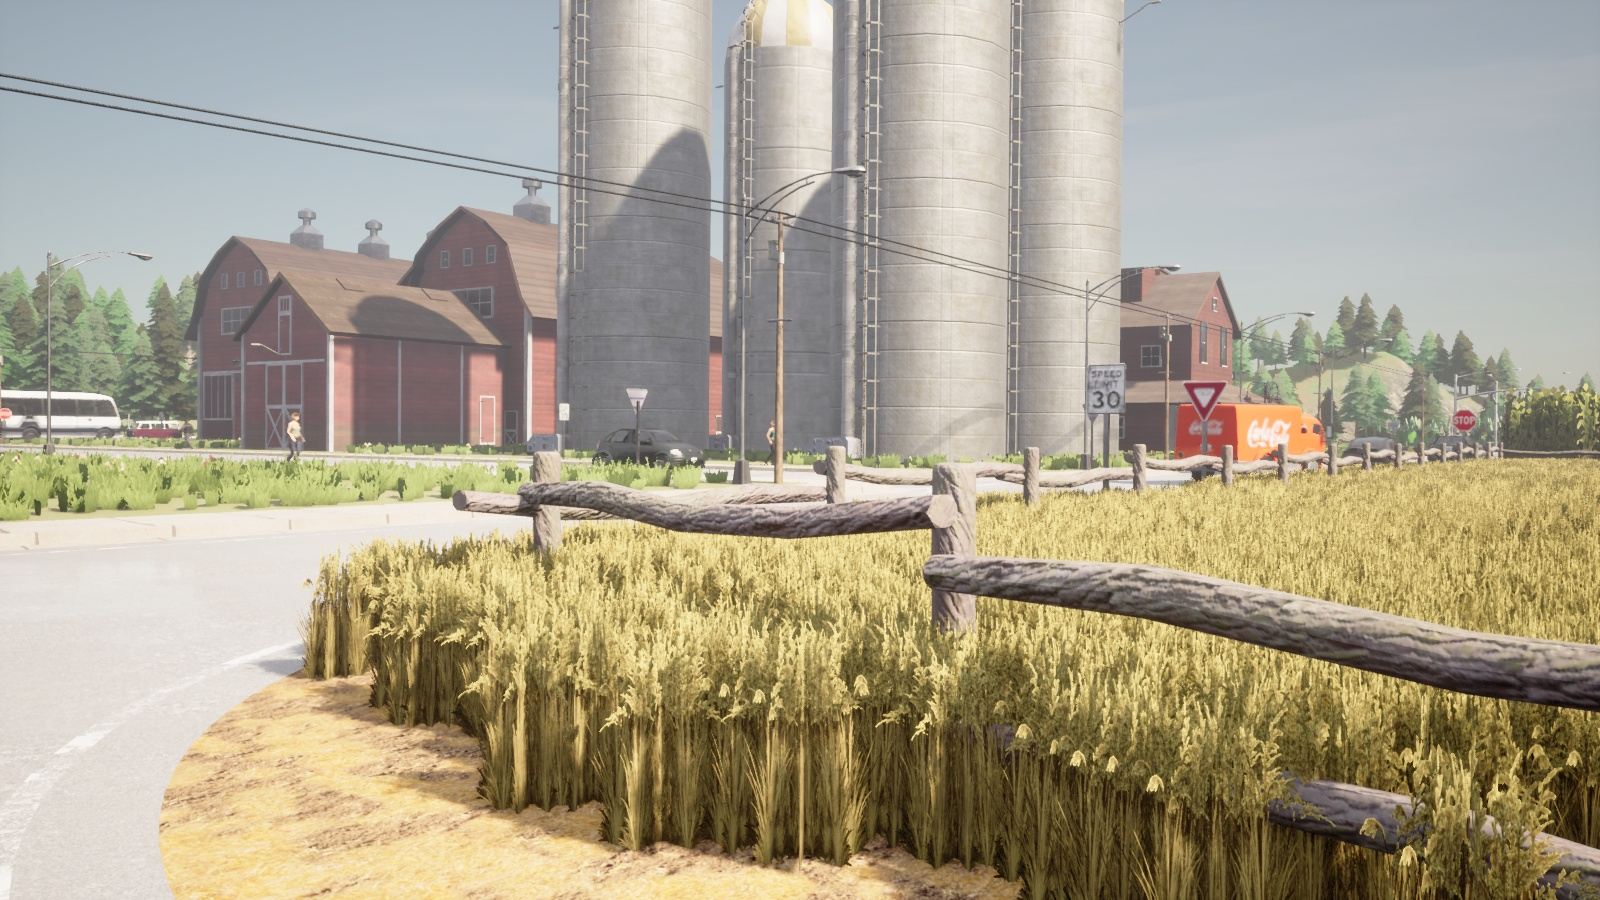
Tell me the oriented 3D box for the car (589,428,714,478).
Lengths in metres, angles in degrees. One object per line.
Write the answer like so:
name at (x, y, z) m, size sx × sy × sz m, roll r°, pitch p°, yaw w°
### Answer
car at (-5.101, 0.090, 42.919) m, size 3.988 × 1.617 × 1.851 m, roll 0°, pitch 1°, yaw 35°

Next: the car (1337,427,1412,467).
car at (23.083, -0.160, 50.350) m, size 1.837 × 1.490 × 4.892 m, roll 0°, pitch 1°, yaw 35°

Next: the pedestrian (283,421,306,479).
pedestrian at (-16.112, -0.014, 40.050) m, size 0.594 × 1.836 × 0.345 m, roll 0°, pitch 1°, yaw 23°

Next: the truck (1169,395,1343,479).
truck at (14.366, -0.428, 39.482) m, size 5.204 × 2.467 × 2.627 m, roll -1°, pitch 1°, yaw -35°

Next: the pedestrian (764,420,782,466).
pedestrian at (-1.055, -0.282, 49.690) m, size 0.594 × 1.836 × 0.345 m, roll 0°, pitch 1°, yaw 28°

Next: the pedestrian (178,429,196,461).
pedestrian at (-36.573, -0.306, 74.959) m, size 0.849 × 1.883 × 0.563 m, roll 0°, pitch 1°, yaw 28°

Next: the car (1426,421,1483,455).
car at (35.108, -0.646, 67.266) m, size 2.097 × 1.767 × 4.553 m, roll 0°, pitch 1°, yaw 35°
